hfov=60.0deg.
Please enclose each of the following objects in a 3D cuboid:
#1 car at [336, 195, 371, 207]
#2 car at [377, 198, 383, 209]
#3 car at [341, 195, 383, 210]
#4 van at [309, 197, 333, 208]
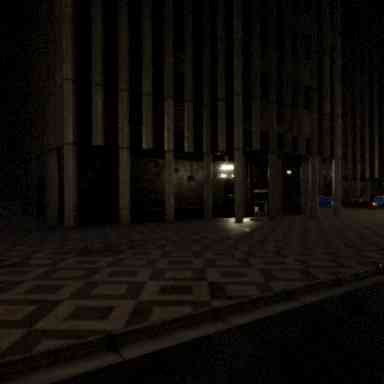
[{"bbox_3d":[28.371,1.514,58.508,2.192,1.841,5.009,0,0,-36],"label":"car"},{"bbox_3d":[27.879,1.872,44.569,2.008,1.369,4.403,0,0,-36],"label":"car"},{"bbox_3d":[24.656,1.614,49.056,2.192,1.841,5.009,0,0,-36],"label":"car"},{"bbox_3d":[21.433,1.617,53.544,1.690,1.788,3.998,0,0,-36],"label":"van"}]
